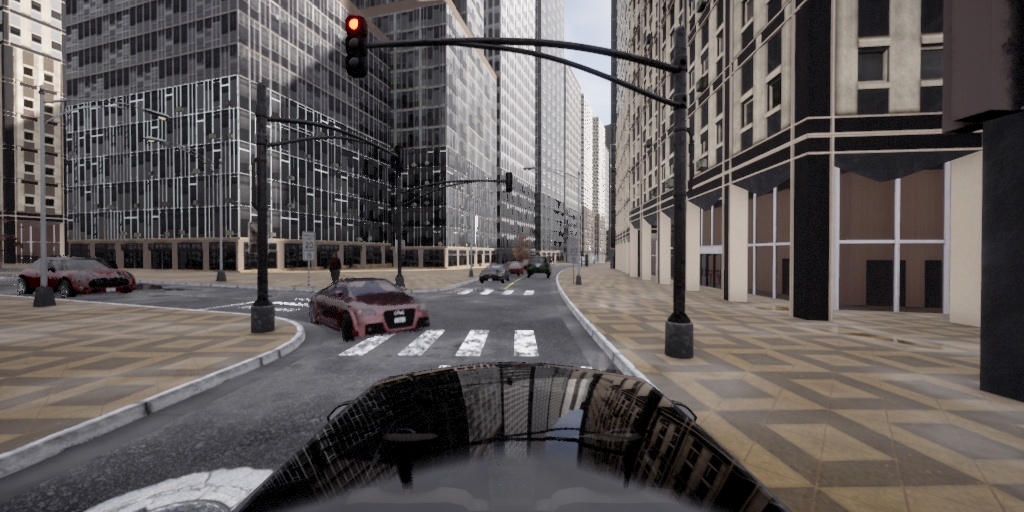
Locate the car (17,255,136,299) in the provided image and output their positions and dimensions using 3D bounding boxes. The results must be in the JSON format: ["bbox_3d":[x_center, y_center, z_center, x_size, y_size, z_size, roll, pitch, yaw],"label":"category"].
[{"bbox_3d":[-19.578,0.854,16.203,4.553,1.767,2.097,1,1,16],"label":"car"}]

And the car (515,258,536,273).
[{"bbox_3d":[1.885,1.208,47.511,2.097,1.767,4.553,0,0,11],"label":"car"}]

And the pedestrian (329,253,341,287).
[{"bbox_3d":[-9.577,0.712,19.406,0.375,1.860,0.375,0,0,16],"label":"pedestrian"}]

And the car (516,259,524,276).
[{"bbox_3d":[0.133,1.288,37.783,1.882,1.535,5.008,0,0,9],"label":"car"}]

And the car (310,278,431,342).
[{"bbox_3d":[-4.001,1.304,9.867,1.994,1.385,4.181,1,0,-44],"label":"car"}]

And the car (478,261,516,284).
[{"bbox_3d":[-1.220,1.324,28.075,2.033,1.411,5.357,0,0,7],"label":"car"}]

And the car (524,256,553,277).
[{"bbox_3d":[2.819,1.030,35.898,2.150,2.045,5.566,0,0,8],"label":"car"}]
